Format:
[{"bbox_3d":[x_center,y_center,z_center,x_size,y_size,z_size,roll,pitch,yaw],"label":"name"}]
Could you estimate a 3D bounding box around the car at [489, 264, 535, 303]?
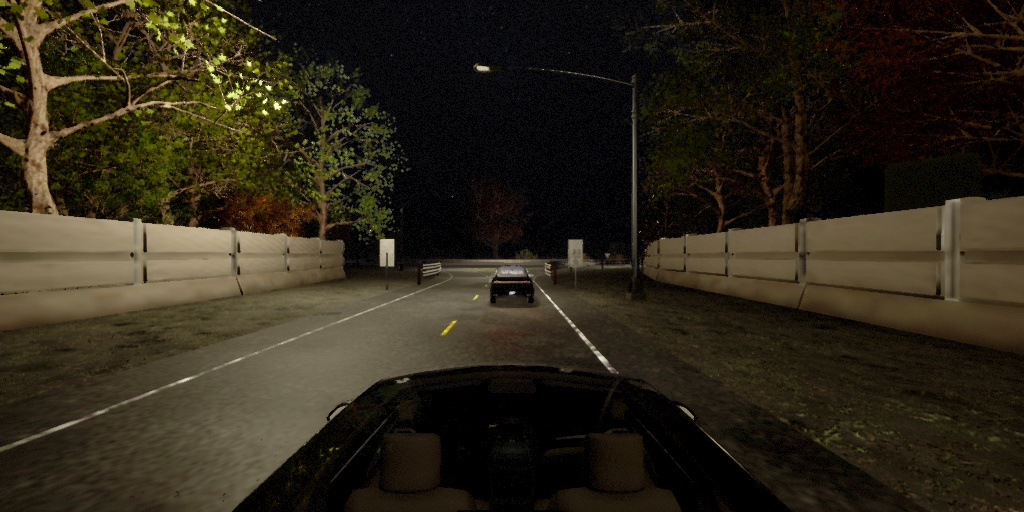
[{"bbox_3d":[0.000,1.248,16.509,2.128,1.511,4.902,0,0,0],"label":"car"}]
